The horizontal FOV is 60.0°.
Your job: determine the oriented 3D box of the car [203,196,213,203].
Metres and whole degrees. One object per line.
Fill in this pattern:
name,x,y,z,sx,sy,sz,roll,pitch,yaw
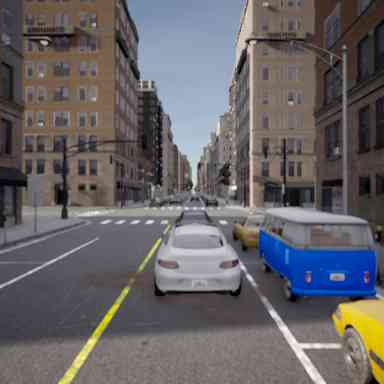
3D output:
car,3.261,1.450,67.909,1.887,1.381,4.507,1,0,1

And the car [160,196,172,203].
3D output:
car,-5.264,1.451,68.017,1.887,1.381,4.507,1,0,1

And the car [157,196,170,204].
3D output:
car,-5.339,1.465,62.488,2.008,1.369,4.403,1,0,1

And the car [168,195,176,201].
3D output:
car,-5.039,1.405,84.434,1.752,1.417,4.829,1,0,1

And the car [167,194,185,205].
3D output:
car,-2.657,1.488,55.840,1.994,1.385,4.181,0,0,1

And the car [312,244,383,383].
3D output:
car,2.678,1.522,2.478,1.752,1.417,4.829,1,0,0

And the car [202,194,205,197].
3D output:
car,3.110,1.467,56.849,1.887,1.381,4.507,1,0,1

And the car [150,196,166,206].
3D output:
car,-5.491,1.513,51.431,1.802,1.307,4.206,1,0,1

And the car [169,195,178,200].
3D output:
car,-4.962,1.435,90.132,1.947,1.339,4.313,1,0,1

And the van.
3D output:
van,2.684,1.331,7.981,1.690,1.788,3.998,1,0,0

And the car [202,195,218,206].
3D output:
car,3.035,1.496,51.318,1.947,1.339,4.313,1,0,1

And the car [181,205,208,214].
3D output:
car,0.105,1.543,16.165,1.994,1.385,4.181,0,0,0

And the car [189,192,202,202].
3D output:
car,0.695,1.418,75.707,1.812,1.442,4.674,0,0,1

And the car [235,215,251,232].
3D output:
car,2.687,1.507,13.825,1.752,1.417,4.829,1,0,0

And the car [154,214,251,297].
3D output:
car,0.092,1.515,8.429,1.812,1.442,4.674,0,0,-1

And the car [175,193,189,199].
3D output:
car,-2.376,1.427,70.785,2.128,1.511,4.902,0,0,1

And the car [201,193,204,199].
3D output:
car,3.185,1.465,62.379,2.008,1.369,4.403,1,0,1
